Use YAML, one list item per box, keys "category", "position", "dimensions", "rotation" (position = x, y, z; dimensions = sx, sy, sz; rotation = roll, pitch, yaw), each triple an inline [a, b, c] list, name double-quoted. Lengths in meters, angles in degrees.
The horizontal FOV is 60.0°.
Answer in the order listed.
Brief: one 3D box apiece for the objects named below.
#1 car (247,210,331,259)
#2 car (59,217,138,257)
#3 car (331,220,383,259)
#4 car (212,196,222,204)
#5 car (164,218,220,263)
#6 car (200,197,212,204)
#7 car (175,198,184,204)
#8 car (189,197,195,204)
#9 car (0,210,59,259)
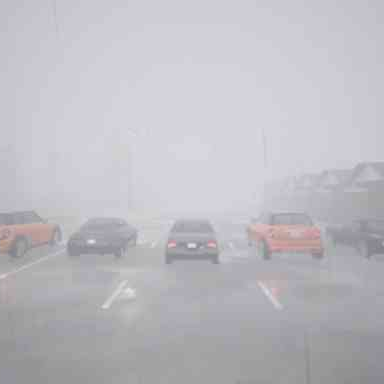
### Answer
- category: "car"
  position: [3.523, 1.493, 13.415]
  dimensions: [2.097, 1.767, 4.553]
  rotation: [0, -1, 1]
- category: "car"
  position: [-3.474, 1.708, 13.543]
  dimensions: [1.994, 1.385, 4.181]
  rotation: [0, -1, 0]
- category: "car"
  position: [7.018, 1.741, 13.237]
  dimensions: [1.895, 1.301, 4.718]
  rotation: [0, -1, 0]
- category: "car"
  position: [6.994, 2.507, 91.096]
  dimensions: [1.994, 1.385, 4.181]
  rotation: [0, -1, 0]
- category: "car"
  position: [0.009, 1.680, 12.502]
  dimensions: [2.033, 1.411, 5.357]
  rotation: [0, -1, 0]
- category: "car"
  position: [3.494, 2.294, 90.423]
  dimensions: [2.097, 1.767, 4.553]
  rotation: [0, -1, 0]
- category: "car"
  position: [-3.506, 2.474, 90.035]
  dimensions: [2.033, 1.411, 5.357]
  rotation: [0, -1, 0]
- category: "car"
  position: [-0.006, 2.474, 90.035]
  dimensions: [2.033, 1.411, 5.357]
  rotation: [0, -1, 0]
- category: "car"
  position: [-7.070, 1.493, 13.415]
  dimensions: [2.097, 1.767, 4.553]
  rotation: [0, -1, 1]
